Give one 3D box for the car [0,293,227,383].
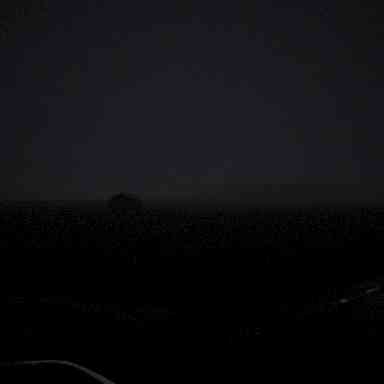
[{"bbox_3d":[-1.967,1.505,1.666,4.892,1.490,1.837,0,0,-36],"label":"car"}]
